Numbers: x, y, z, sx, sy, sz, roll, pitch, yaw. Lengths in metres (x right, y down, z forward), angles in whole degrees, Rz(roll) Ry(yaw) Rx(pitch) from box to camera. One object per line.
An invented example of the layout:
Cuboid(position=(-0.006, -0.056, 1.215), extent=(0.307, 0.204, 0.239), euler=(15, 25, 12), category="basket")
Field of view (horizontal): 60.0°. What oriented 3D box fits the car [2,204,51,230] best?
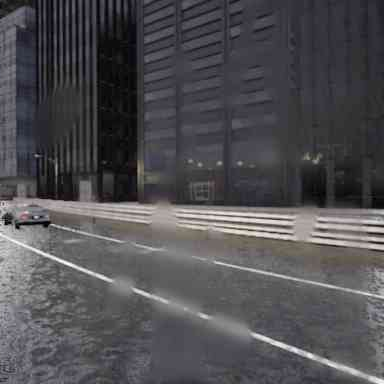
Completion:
Cuboid(position=(-10.462, 1.486, 20.928), extent=(2.033, 1.411, 5.357), euler=(0, 0, -39), category="car")
